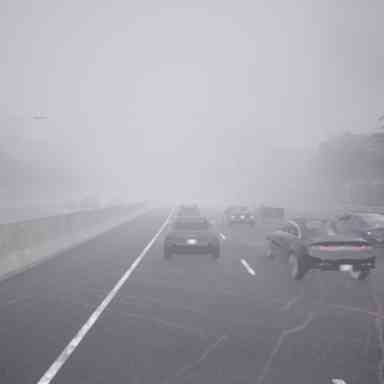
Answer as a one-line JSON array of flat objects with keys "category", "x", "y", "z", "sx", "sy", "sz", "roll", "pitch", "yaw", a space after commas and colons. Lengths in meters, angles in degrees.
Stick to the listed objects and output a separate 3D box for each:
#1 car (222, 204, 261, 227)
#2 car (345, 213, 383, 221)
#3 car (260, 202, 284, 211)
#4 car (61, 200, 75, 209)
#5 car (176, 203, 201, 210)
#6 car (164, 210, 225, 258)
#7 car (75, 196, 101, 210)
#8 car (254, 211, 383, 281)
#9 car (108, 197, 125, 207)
[{"category": "car", "x": 3.280, "y": 1.695, "z": 24.219, "sx": 2.033, "sy": 1.411, "sz": 5.357, "roll": 0, "pitch": 0, "yaw": -1}, {"category": "car", "x": 6.979, "y": 1.586, "z": 13.737, "sx": 1.812, "sy": 1.442, "sz": 4.674, "roll": 0, "pitch": 0, "yaw": 0}, {"category": "car", "x": 6.687, "y": 1.668, "z": 29.519, "sx": 1.882, "sy": 1.535, "sz": 5.008, "roll": 0, "pitch": -1, "yaw": -1}, {"category": "car", "x": -18.736, "y": 1.946, "z": 51.509, "sx": 1.994, "sy": 1.385, "sz": 4.181, "roll": 0, "pitch": -1, "yaw": -2}, {"category": "car", "x": -0.280, "y": 1.671, "z": 27.890, "sx": 2.128, "sy": 1.511, "sz": 4.902, "roll": 0, "pitch": 0, "yaw": -1}, {"category": "car", "x": -0.016, "y": 1.622, "z": 13.016, "sx": 1.994, "sy": 1.385, "sz": 4.181, "roll": 0, "pitch": 0, "yaw": 0}, {"category": "car", "x": -15.165, "y": 1.585, "z": 49.641, "sx": 2.150, "sy": 2.045, "sz": 5.566, "roll": 0, "pitch": 0, "yaw": -2}, {"category": "car", "x": 3.498, "y": 1.528, "z": 9.979, "sx": 2.128, "sy": 1.511, "sz": 4.902, "roll": 0, "pitch": 0, "yaw": 0}, {"category": "car", "x": -11.755, "y": 1.736, "z": 51.978, "sx": 2.097, "sy": 1.767, "sz": 4.553, "roll": 0, "pitch": -1, "yaw": -2}]
